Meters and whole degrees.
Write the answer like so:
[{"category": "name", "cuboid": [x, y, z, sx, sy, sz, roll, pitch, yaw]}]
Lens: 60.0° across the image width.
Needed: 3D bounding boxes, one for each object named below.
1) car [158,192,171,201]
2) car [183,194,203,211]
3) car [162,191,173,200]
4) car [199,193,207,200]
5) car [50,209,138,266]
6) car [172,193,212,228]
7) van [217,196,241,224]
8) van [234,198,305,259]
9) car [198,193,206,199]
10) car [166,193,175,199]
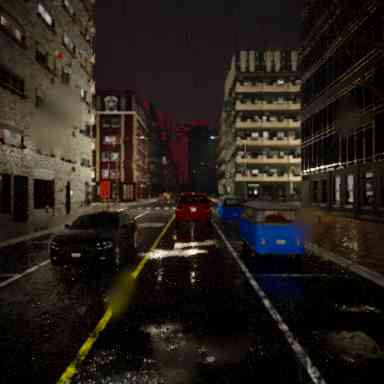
[{"category": "car", "cuboid": [-5.742, 1.160, 66.409, 1.802, 1.307, 4.206, 1, 0, 0]}, {"category": "car", "cuboid": [0.063, 1.113, 37.282, 2.097, 1.767, 4.553, 0, 0, 0]}, {"category": "car", "cuboid": [-5.748, 0.822, 77.777, 2.192, 1.841, 5.009, 1, 0, 0]}, {"category": "car", "cuboid": [2.628, 1.031, 78.017, 1.752, 1.417, 4.829, 1, 0, 0]}, {"category": "car", "cuboid": [-3.107, 1.404, 11.406, 1.882, 1.535, 5.008, 0, 0, 0]}, {"category": "car", "cuboid": [0.079, 1.084, 21.209, 2.150, 2.045, 5.566, 0, 0, 0]}, {"category": "van", "cuboid": [2.685, 1.193, 22.948, 1.690, 1.788, 3.998, 1, 0, 0]}, {"category": "van", "cuboid": [2.696, 1.264, 11.932, 1.690, 1.788, 3.998, 1, 0, 0]}, {"category": "car", "cuboid": [2.616, 1.003, 89.216, 1.947, 1.339, 4.313, 1, 0, 0]}, {"category": "car", "cuboid": [-5.764, 0.988, 89.147, 2.008, 1.369, 4.403, 1, 0, 0]}]
